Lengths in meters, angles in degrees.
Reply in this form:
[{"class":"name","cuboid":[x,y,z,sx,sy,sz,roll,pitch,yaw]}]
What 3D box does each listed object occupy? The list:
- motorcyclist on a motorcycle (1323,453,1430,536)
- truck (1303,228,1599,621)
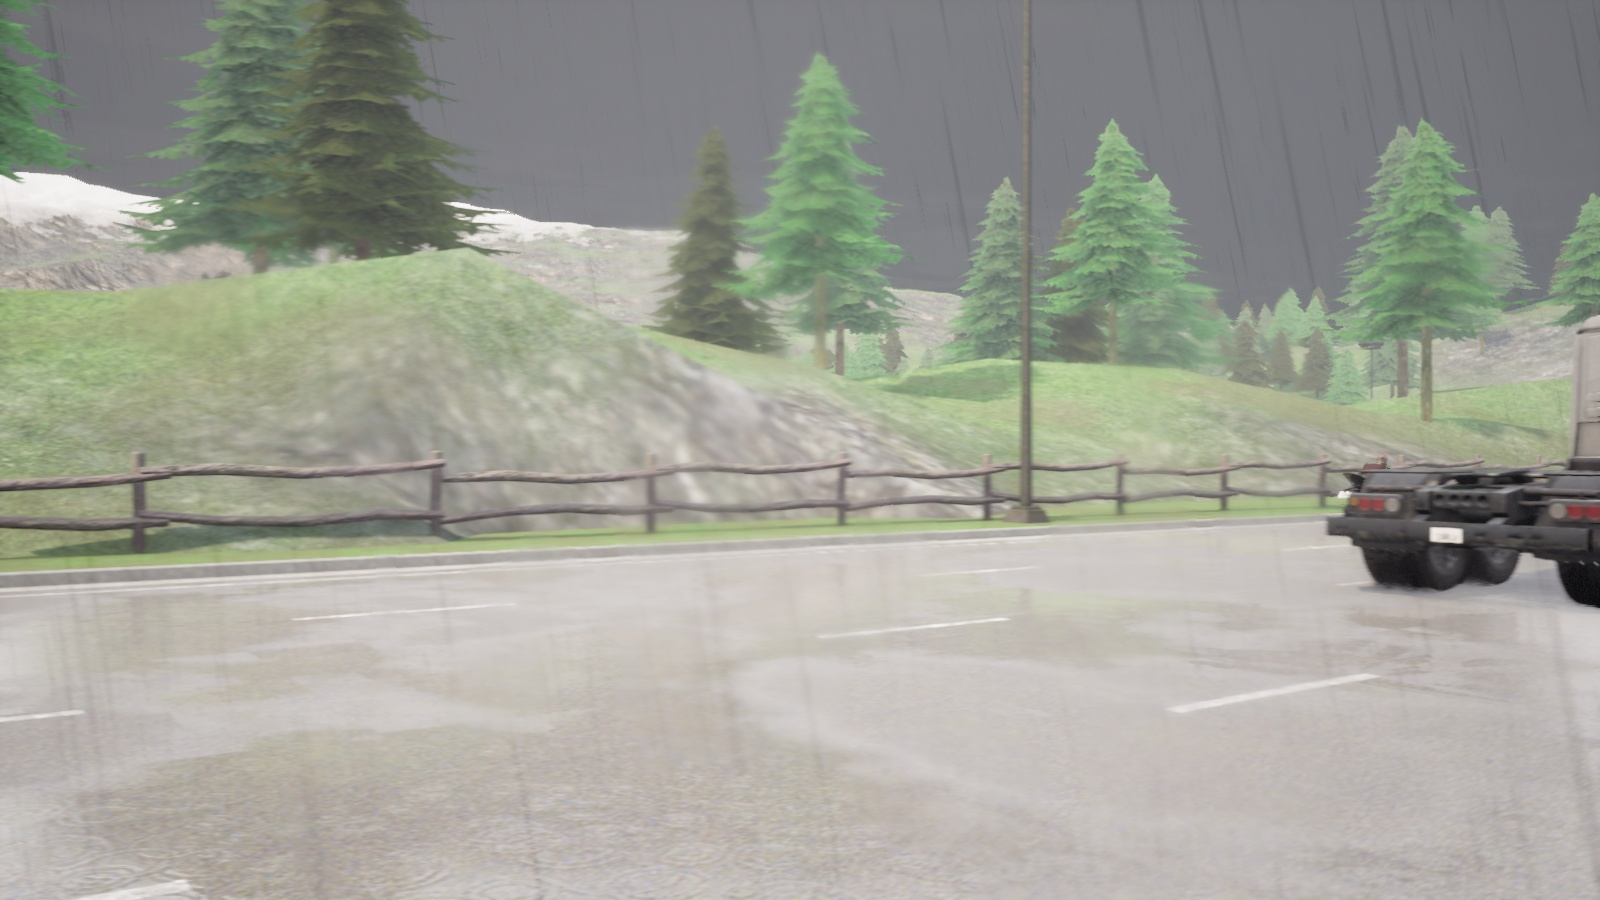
[{"class":"motorcyclist on a motorcycle","cuboid":[11.111,0.821,24.185,2.191,1.530,0.866,0,0,-35]},{"class":"truck","cuboid":[9.468,-0.217,14.517,7.936,3.462,2.891,0,0,-35]}]
